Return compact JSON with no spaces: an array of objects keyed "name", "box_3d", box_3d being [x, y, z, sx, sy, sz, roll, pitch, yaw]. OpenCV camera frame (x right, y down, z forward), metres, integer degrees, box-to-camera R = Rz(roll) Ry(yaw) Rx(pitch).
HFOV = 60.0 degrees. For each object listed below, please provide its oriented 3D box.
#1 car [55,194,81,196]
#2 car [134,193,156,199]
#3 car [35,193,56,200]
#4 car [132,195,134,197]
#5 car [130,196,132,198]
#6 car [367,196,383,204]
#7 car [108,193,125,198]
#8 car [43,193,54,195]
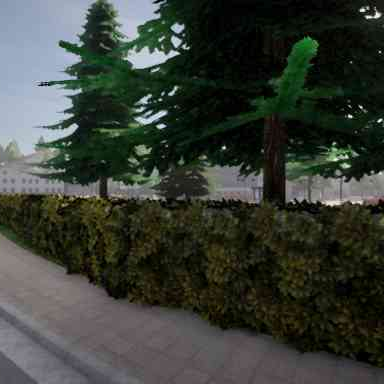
[{"name":"car","box_3d":[-23.873,1.317,63.962,3.633,1.501,1.845,0,0,-36]},{"name":"car","box_3d":[-7.949,1.382,60.637,3.806,1.475,1.970,0,0,-36]},{"name":"car","box_3d":[-36.361,1.093,82.633,4.605,1.855,1.932,0,0,-36]},{"name":"car","box_3d":[-10.916,1.094,77.718,4.605,1.855,1.932,0,0,-36]},{"name":"car","box_3d":[-12.946,1.073,79.837,3.866,1.878,1.905,0,0,-36]},{"name":"car","box_3d":[29.054,1.335,51.817,2.097,1.767,4.553,0,0,-36]},{"name":"car","box_3d":[-20.412,1.150,90.228,5.027,1.636,2.152,0,0,-36]},{"name":"car","box_3d":[-29.670,1.295,72.102,4.514,1.523,2.007,0,0,-36]}]
